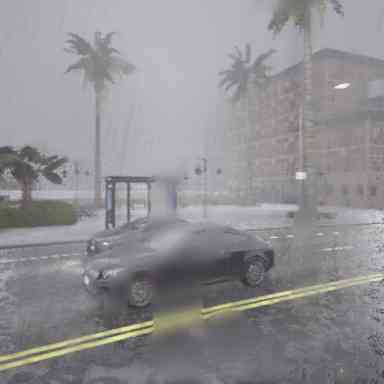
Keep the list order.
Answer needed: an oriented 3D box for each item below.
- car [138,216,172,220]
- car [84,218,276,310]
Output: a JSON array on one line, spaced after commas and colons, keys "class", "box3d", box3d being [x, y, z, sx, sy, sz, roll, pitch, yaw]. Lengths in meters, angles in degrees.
[{"class": "car", "box3d": [-1.289, 1.508, 11.110, 4.181, 1.385, 1.994, 0, 0, -31]}, {"class": "car", "box3d": [-0.084, 1.489, 7.789, 4.674, 1.442, 1.812, 0, 0, -31]}]
